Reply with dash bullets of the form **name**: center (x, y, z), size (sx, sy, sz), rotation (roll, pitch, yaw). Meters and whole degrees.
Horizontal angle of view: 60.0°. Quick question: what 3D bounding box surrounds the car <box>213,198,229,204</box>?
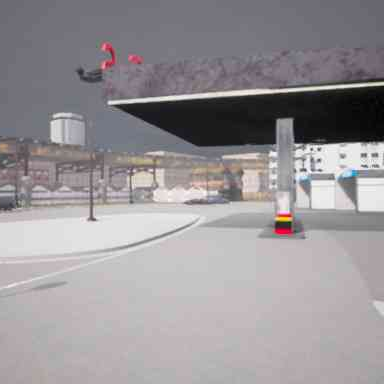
- **car**: center (4.958, 1.860, 68.873), size (5.357, 1.411, 2.033), rotation (0, 0, -16)

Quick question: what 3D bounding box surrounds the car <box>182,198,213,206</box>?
- **car**: center (0.748, 1.871, 63.891), size (5.357, 1.411, 2.033), rotation (0, -1, -27)

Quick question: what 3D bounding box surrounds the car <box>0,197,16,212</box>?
- **car**: center (-25.585, 1.624, 42.642), size (2.150, 2.045, 5.566), rotation (-1, 0, 28)
